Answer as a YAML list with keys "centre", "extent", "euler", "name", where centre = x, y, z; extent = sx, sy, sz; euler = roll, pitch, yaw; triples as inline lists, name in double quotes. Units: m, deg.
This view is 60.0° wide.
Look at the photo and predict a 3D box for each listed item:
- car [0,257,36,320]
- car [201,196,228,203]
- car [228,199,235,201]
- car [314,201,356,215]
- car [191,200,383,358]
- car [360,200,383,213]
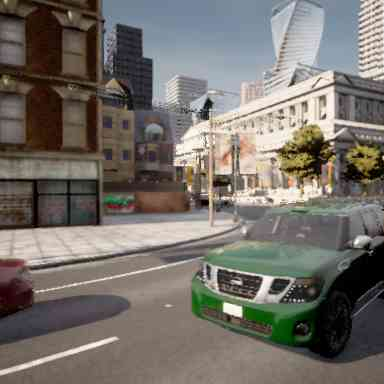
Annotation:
- centre: [-4.895, 1.596, 4.932]
  extent: [4.674, 1.442, 1.812]
  euler: [0, 0, -36]
  name: "car"
- centre: [3.108, 1.586, 54.319]
  extent: [2.150, 2.045, 5.566]
  euler: [0, -1, -25]
  name: "car"
- centre: [6.125, 1.848, 56.098]
  extent: [2.128, 1.511, 4.902]
  euler: [0, -1, -25]
  name: "car"
- centre: [15.574, 1.705, 36.687]
  extent: [2.033, 1.411, 5.357]
  euler: [0, 0, -3]
  name: "car"
- centre: [2.421, 1.255, 6.578]
  extent: [2.150, 2.045, 5.566]
  euler: [0, 0, 43]
  name: "car"
- centre: [22.056, 1.650, 38.865]
  extent: [2.002, 1.452, 4.674]
  euler: [0, 0, -7]
  name: "car"
